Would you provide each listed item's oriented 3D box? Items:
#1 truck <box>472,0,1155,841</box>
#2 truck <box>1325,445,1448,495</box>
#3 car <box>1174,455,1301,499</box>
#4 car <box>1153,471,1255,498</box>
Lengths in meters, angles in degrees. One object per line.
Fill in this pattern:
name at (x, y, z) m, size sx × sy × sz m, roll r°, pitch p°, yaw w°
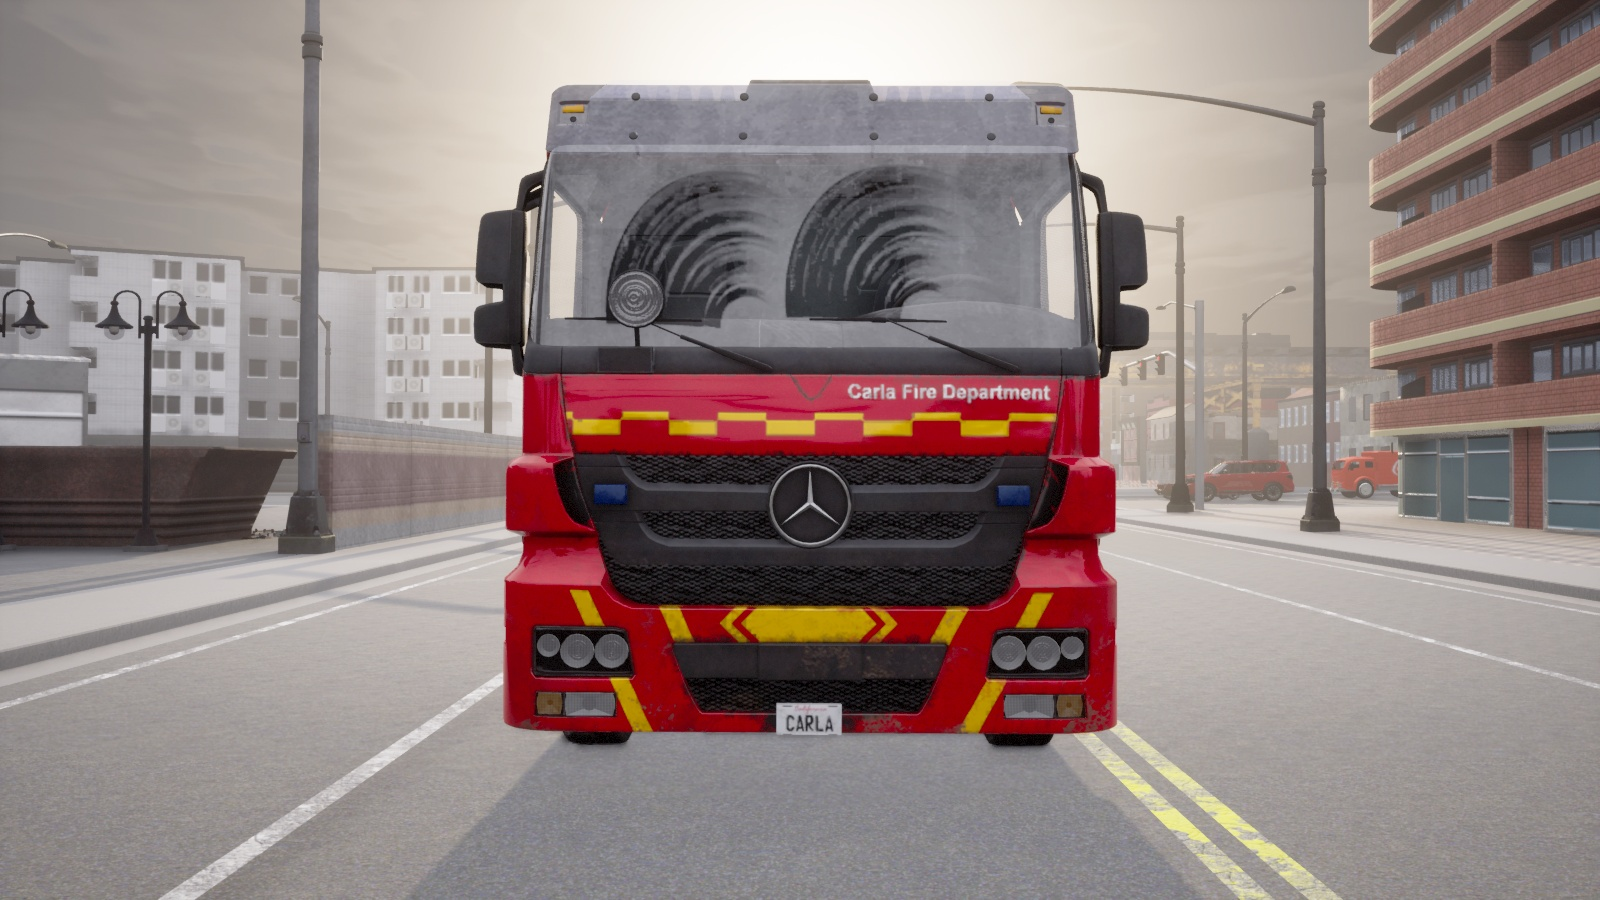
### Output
truck at (0.070, -0.190, 9.582) m, size 2.891 × 3.827 × 8.468 m, roll 0°, pitch -1°, yaw 0°
truck at (30.774, 1.042, 66.015) m, size 5.204 × 2.467 × 2.627 m, roll -1°, pitch -1°, yaw 1°
car at (21.796, 1.356, 62.725) m, size 5.566 × 2.045 × 2.150 m, roll -1°, pitch -1°, yaw 2°
car at (21.271, 1.809, 66.245) m, size 4.718 × 1.301 × 1.895 m, roll -1°, pitch -1°, yaw 1°
